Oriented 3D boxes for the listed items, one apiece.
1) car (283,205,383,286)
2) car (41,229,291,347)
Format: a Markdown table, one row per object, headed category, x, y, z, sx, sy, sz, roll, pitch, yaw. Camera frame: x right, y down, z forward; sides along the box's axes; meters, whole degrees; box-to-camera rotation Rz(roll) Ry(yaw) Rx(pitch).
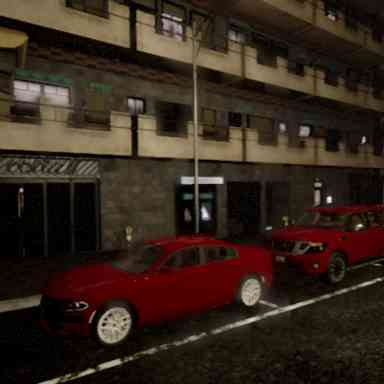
| category | x | y | z | sx | sy | sz | roll | pitch | yaw |
| --- | --- | --- | --- | --- | --- | --- | --- | --- | --- |
| car | 4.203 | 1.315 | 9.577 | 5.009 | 1.841 | 2.192 | 0 | -1 | -35 |
| car | -0.405 | 1.545 | 6.285 | 4.507 | 1.381 | 1.887 | 0 | -1 | -35 |
